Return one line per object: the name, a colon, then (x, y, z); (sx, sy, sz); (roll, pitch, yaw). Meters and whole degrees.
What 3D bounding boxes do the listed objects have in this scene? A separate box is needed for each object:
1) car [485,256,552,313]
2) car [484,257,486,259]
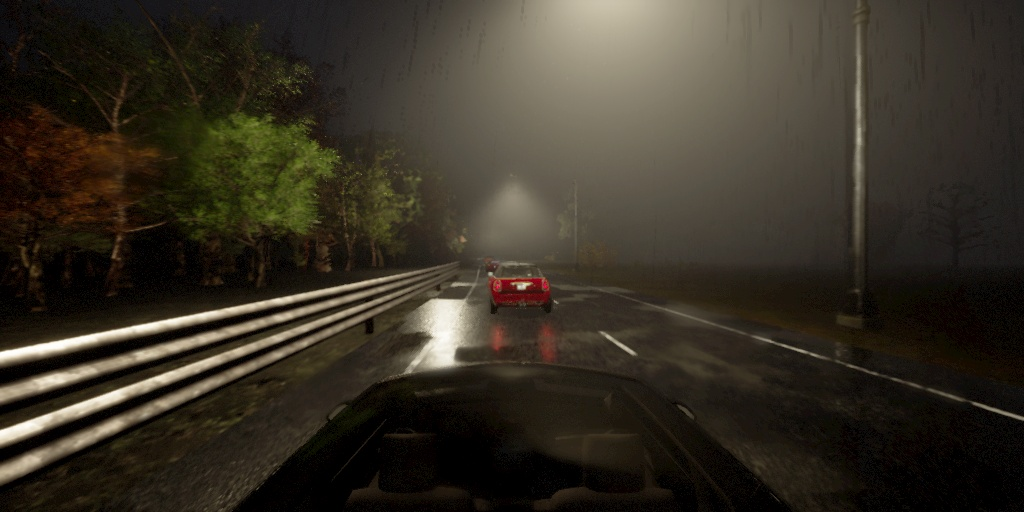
car: (0.151, 1.027, 13.819); (2.097, 1.767, 4.553); (0, 0, -5)
car: (-1.863, 1.084, 39.243); (1.994, 1.385, 4.181); (0, 0, -5)
